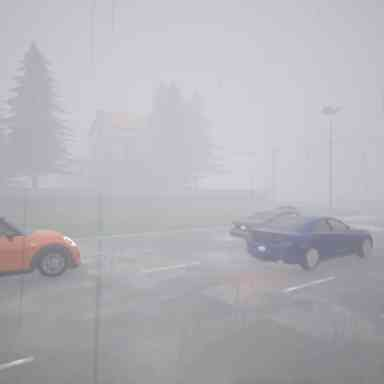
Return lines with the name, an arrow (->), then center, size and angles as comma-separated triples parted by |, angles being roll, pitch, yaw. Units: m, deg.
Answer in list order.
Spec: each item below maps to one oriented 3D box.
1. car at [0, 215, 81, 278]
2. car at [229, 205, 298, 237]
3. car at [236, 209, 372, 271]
car -> -5.332, 1.351, 8.675 | 4.553, 1.767, 2.097 | 0, 0, -34
car -> 4.181, 1.539, 15.403 | 5.357, 1.411, 2.033 | 0, 0, -36
car -> 4.021, 1.471, 10.996 | 5.008, 1.535, 1.882 | 0, 0, -36
